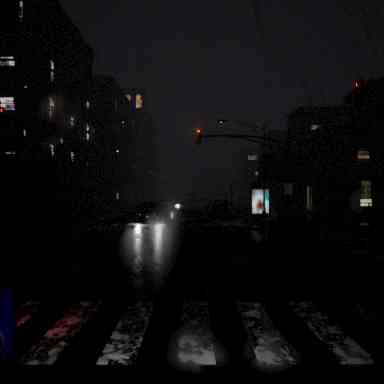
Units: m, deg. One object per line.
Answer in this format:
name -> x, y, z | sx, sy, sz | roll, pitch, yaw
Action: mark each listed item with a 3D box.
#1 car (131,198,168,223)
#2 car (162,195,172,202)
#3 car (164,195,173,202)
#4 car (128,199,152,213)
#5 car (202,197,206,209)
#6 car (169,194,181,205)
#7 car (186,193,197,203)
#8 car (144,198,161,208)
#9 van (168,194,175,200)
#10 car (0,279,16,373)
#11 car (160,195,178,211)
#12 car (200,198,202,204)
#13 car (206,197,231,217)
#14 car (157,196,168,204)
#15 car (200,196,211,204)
car -> -3.147, 1.506, 25.712 | 1.837, 1.490, 4.892 | 0, 0, 0
car -> -5.837, 1.497, 77.377 | 1.967, 1.590, 4.097 | 0, 0, 0
car -> -5.846, 1.592, 82.904 | 1.752, 1.417, 4.829 | -1, 0, 0
car -> -5.763, 1.561, 37.501 | 2.008, 1.369, 4.403 | 0, 0, 0
car -> 2.607, 1.597, 43.225 | 1.802, 1.307, 4.206 | 0, 0, 0
car -> -3.140, 1.528, 62.043 | 2.128, 1.511, 4.902 | 0, 0, 0
car -> -0.037, 1.269, 70.640 | 2.150, 2.045, 5.566 | 0, 0, 0
car -> -5.784, 1.571, 48.895 | 2.008, 1.369, 4.403 | 0, 0, 0
van -> -5.868, 1.430, 94.468 | 1.690, 1.788, 3.998 | -1, 0, 0
car -> -3.103, 1.477, 2.051 | 1.882, 1.535, 5.008 | 0, 0, 0
car -> -3.170, 1.492, 41.965 | 1.882, 1.535, 5.008 | 0, 0, 0
car -> 2.597, 1.571, 48.923 | 2.008, 1.369, 4.403 | 0, 0, 0
car -> 2.627, 1.446, 31.832 | 1.967, 1.590, 4.097 | 0, 0, 0
car -> -5.814, 1.565, 65.815 | 1.752, 1.417, 4.829 | 0, 0, 0
car -> 2.566, 1.591, 66.012 | 2.008, 1.369, 4.403 | -1, 0, 0
